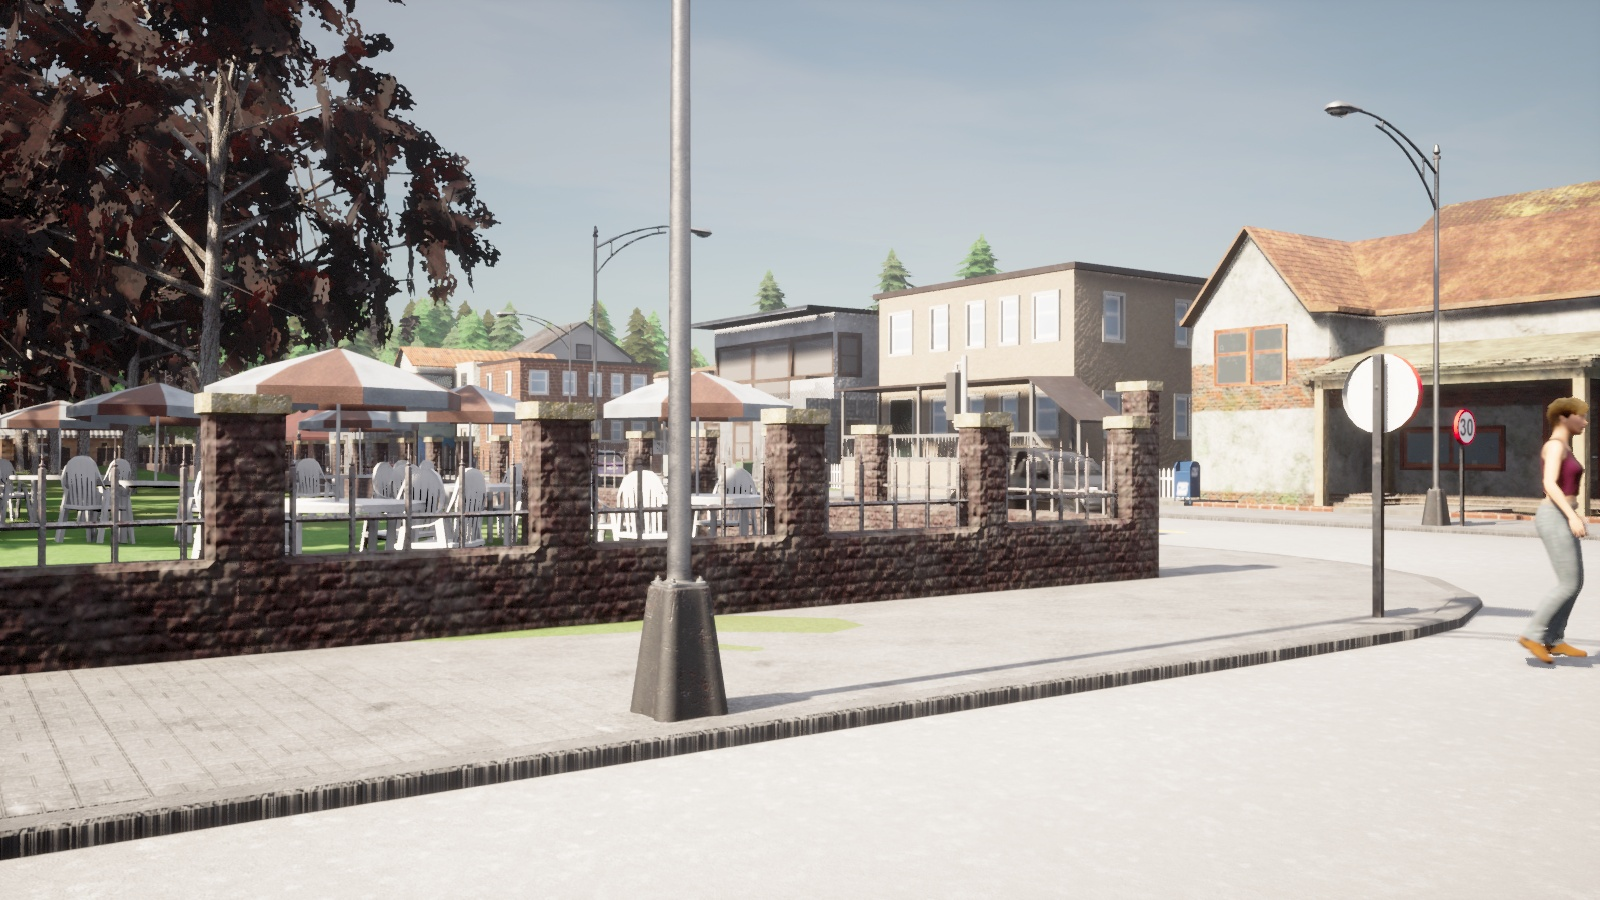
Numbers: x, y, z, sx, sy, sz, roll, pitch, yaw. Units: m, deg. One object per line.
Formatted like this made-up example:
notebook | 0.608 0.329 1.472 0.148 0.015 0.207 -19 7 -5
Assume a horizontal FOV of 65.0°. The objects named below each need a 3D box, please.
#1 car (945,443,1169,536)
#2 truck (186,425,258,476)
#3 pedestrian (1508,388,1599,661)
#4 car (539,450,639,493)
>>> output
car | 4.788 0.691 23.903 1.851 1.617 3.988 0 0 -35
truck | -41.321 0.070 89.628 2.891 3.462 7.936 0 0 -38
pedestrian | 5.312 0.503 8.760 0.594 1.836 0.345 0 0 41
car | -8.432 0.814 49.772 2.033 1.649 4.856 0 0 -35
